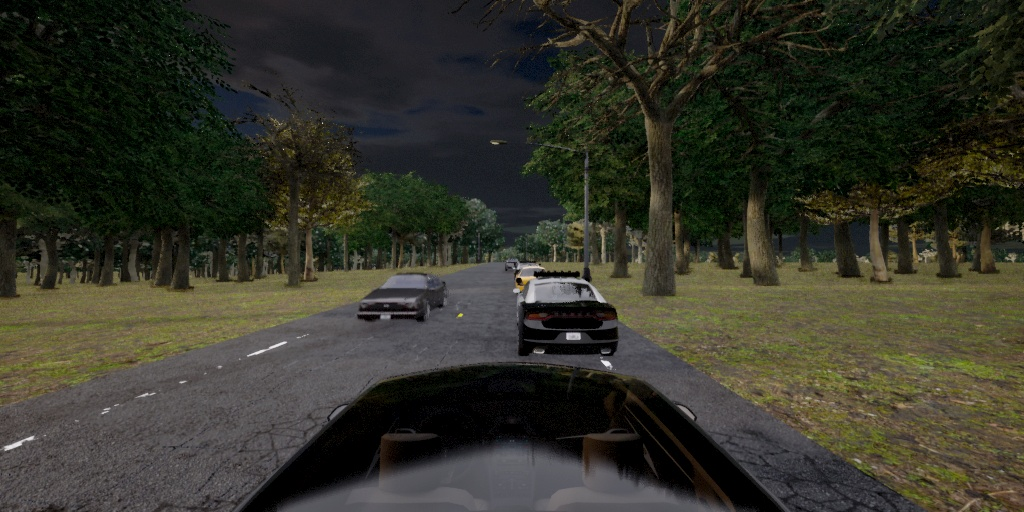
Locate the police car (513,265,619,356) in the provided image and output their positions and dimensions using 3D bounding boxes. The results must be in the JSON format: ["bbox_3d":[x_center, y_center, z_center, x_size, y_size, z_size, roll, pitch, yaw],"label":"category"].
[{"bbox_3d":[1.062,1.174,8.749,1.930,1.638,5.238,0,0,0],"label":"police car"}]

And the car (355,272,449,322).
[{"bbox_3d":[-3.483,1.293,12.541,2.033,1.411,5.357,0,0,0],"label":"car"}]

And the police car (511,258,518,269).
[{"bbox_3d":[1.085,1.148,24.753,1.930,1.638,5.238,0,0,0],"label":"police car"}]

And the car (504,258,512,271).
[{"bbox_3d":[0.085,1.130,45.961,2.128,1.511,4.902,0,0,1],"label":"car"}]

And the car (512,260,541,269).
[{"bbox_3d":[1.076,1.192,18.833,1.801,1.575,5.366,0,0,0],"label":"car"}]
